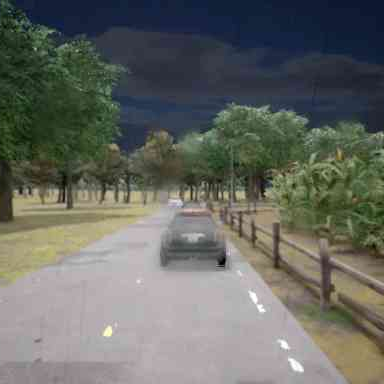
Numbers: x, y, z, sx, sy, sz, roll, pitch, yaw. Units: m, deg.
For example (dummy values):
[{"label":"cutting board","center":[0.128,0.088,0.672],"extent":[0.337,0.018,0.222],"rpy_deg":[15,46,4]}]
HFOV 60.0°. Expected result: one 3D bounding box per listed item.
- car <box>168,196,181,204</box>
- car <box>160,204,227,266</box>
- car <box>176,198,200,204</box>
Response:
[{"label":"car","center":[-2.765,1.728,55.258],"extent":[2.150,2.045,5.566],"rpy_deg":[0,-1,1]},{"label":"car","center":[0.050,1.481,12.215],"extent":[2.097,1.767,4.553],"rpy_deg":[0,-1,0]},{"label":"car","center":[0.053,1.625,27.214],"extent":[2.097,1.767,4.553],"rpy_deg":[0,-1,1]}]
